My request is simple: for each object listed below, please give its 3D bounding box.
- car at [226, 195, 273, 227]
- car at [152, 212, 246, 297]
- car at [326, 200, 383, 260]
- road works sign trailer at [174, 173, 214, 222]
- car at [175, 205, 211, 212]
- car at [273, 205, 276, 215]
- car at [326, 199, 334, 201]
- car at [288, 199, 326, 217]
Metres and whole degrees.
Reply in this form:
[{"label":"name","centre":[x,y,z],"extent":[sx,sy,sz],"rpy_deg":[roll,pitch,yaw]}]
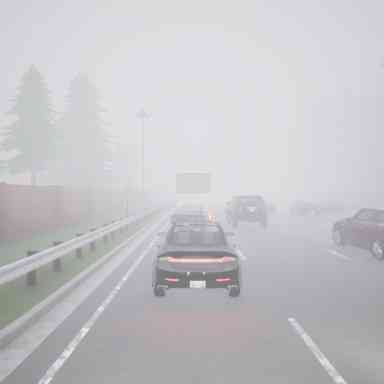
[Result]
[{"label":"car","centre":[3.620,1.221,22.740],"extent":[2.150,2.045,5.566],"rpy_deg":[0,0,0]},{"label":"car","centre":[0.106,1.492,8.571],"extent":[2.128,1.511,4.902],"rpy_deg":[0,0,0]},{"label":"car","centre":[7.109,1.352,12.503],"extent":[2.097,1.767,4.553],"rpy_deg":[0,0,0]},{"label":"road works sign trailer","centre":[0.077,0.464,22.939],"extent":[2.380,3.560,2.880],"rpy_deg":[0,0,0]},{"label":"car","centre":[-0.013,1.474,19.021],"extent":[1.882,1.535,5.008],"rpy_deg":[0,0,6]},{"label":"car","centre":[7.120,1.526,33.406],"extent":[1.812,1.442,4.674],"rpy_deg":[0,0,0]},{"label":"car","centre":[14.123,1.492,34.695],"extent":[2.128,1.511,4.902],"rpy_deg":[0,0,0]},{"label":"car","centre":[10.620,1.504,31.710],"extent":[1.837,1.490,4.892],"rpy_deg":[0,0,0]}]
